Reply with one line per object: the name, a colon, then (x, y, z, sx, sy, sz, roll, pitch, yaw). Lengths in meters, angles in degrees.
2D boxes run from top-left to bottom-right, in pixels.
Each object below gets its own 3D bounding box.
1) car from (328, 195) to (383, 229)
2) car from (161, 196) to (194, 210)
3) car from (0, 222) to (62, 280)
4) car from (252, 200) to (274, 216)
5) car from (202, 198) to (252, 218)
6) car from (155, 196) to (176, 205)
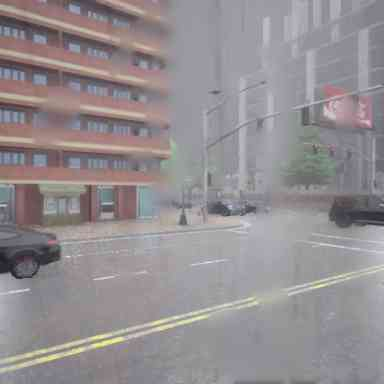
car: (10.839, 1.223, 19.498, 2.150, 2.045, 5.566, 0, 0, -35)
car: (-1.723, 1.354, 43.544, 2.097, 1.767, 4.553, 0, 0, -35)
car: (-5.806, 1.526, 8.474, 4.674, 1.442, 1.812, 0, 0, -35)
car: (5.833, 1.491, 32.750, 2.128, 1.511, 4.902, 0, 0, -35)
car: (2.939, 1.352, 30.714, 2.097, 1.767, 4.553, 0, 0, -34)
car: (-4.919, 1.526, 60.662, 1.812, 1.442, 4.674, 0, 0, -35)
